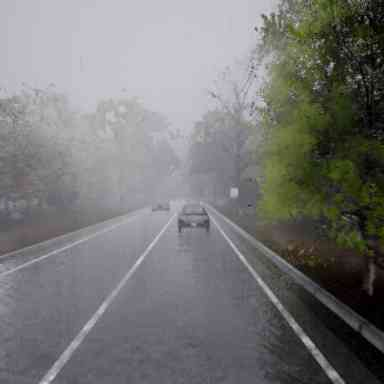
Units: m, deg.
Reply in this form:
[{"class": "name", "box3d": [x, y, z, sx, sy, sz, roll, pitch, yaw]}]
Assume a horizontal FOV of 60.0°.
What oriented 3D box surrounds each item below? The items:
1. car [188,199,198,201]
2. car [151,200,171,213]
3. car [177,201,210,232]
[{"class": "car", "box3d": [0.105, 1.613, 41.189, 2.033, 1.411, 5.357, 0, 0, 0]}, {"class": "car", "box3d": [-3.524, 1.635, 38.619, 1.994, 1.385, 4.181, 0, 0, 0]}, {"class": "car", "box3d": [0.100, 1.567, 20.640, 2.128, 1.511, 4.902, 0, 0, 0]}]
